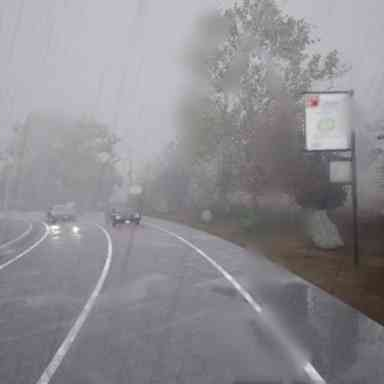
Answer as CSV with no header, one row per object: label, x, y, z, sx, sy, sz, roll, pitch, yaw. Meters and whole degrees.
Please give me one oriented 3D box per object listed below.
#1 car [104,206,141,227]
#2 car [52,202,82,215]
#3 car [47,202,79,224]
car,-5.058,1.664,23.687,1.895,1.301,4.718,-2,0,-23
car,-15.064,1.949,39.965,1.812,1.442,4.674,-4,1,-39
car,-10.971,1.814,27.946,1.837,1.490,4.892,-2,0,-30
